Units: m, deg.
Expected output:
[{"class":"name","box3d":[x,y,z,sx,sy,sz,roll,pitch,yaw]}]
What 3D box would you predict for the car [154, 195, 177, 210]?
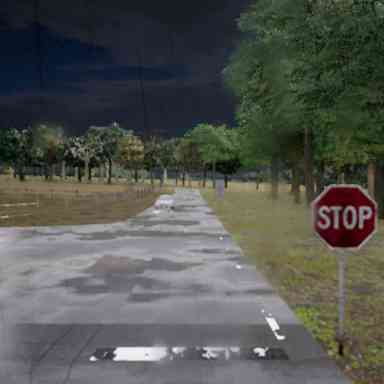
[{"class":"car","box3d":[-2.714,1.044,34.133,1.812,1.442,4.674,0,2,0]}]
